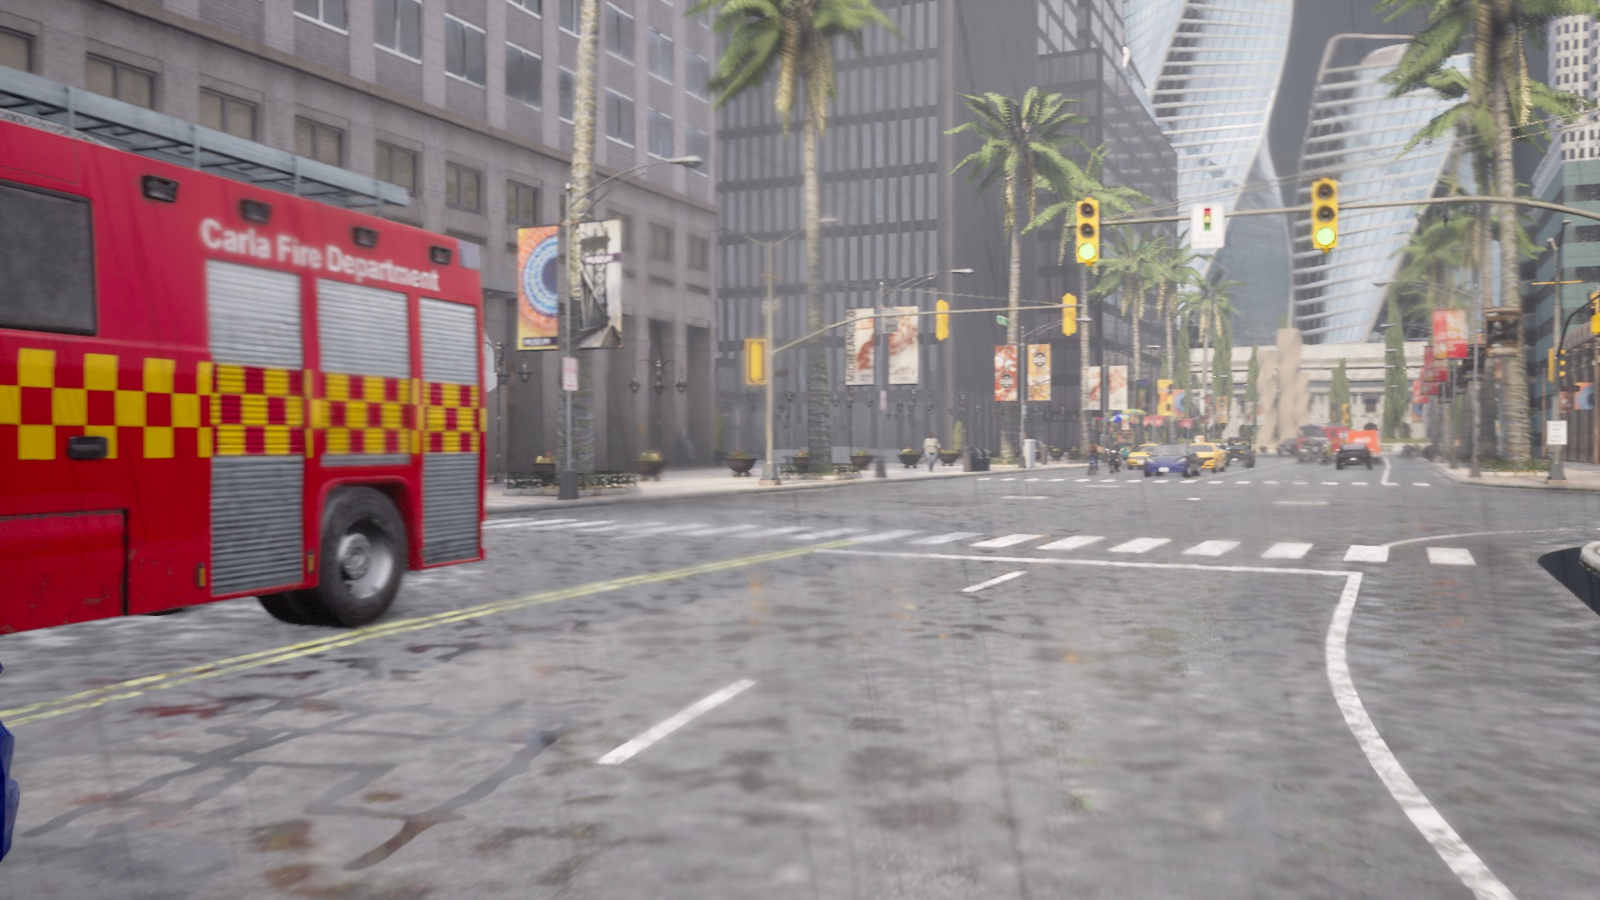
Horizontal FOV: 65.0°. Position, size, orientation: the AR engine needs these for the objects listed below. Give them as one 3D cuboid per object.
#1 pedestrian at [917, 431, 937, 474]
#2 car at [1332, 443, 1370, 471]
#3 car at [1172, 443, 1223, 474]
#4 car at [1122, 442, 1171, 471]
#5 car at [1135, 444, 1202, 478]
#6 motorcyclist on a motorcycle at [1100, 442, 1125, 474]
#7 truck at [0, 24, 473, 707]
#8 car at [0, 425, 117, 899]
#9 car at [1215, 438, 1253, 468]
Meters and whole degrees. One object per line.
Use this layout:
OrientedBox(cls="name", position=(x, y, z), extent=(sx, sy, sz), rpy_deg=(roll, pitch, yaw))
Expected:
OrientedBox(cls="pedestrian", position=(5.637, 0.101, 55.550), extent=(0.874, 1.855, 0.900), rpy_deg=(0, 0, 6))
OrientedBox(cls="car", position=(31.837, 0.387, 72.475), extent=(1.882, 1.535, 5.008), rpy_deg=(0, 0, 25))
OrientedBox(cls="car", position=(20.779, 0.401, 65.460), extent=(1.882, 1.535, 5.008), rpy_deg=(0, 0, 25))
OrientedBox(cls="car", position=(19.762, 0.326, 71.506), extent=(1.801, 1.575, 5.366), rpy_deg=(0, 0, 25))
OrientedBox(cls="car", position=(16.757, 0.462, 56.935), extent=(2.163, 1.488, 4.792), rpy_deg=(0, 0, 25))
OrientedBox(cls="motorcyclist on a motorcycle", position=(15.587, 0.381, 62.659), extent=(0.866, 1.590, 1.817), rpy_deg=(0, 0, 25))
OrientedBox(cls="truck", position=(-5.717, -0.476, 7.902), extent=(2.891, 3.827, 8.468), rpy_deg=(0, 0, 19))
OrientedBox(cls="car", position=(-3.350, 0.707, 1.685), extent=(1.882, 1.535, 5.008), rpy_deg=(0, 0, 4))
OrientedBox(cls="car", position=(27.690, 0.151, 80.056), extent=(1.905, 1.878, 3.866), rpy_deg=(0, 1, 25))
